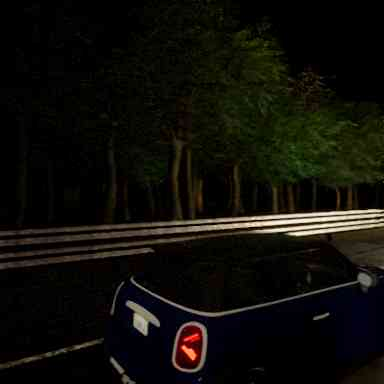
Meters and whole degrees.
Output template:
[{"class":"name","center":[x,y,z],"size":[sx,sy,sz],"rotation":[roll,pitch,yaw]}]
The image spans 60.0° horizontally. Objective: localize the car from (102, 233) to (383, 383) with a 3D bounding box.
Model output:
[{"class":"car","center":[1.220,1.361,4.584],"size":[4.553,1.767,2.097],"rotation":[0,0,-35]}]
